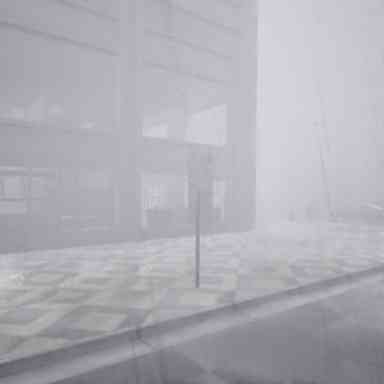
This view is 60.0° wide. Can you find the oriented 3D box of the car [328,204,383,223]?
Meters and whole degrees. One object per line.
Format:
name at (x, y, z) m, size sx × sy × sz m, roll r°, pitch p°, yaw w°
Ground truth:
car at (13.468, 1.663, 27.023) m, size 1.812 × 1.442 × 4.674 m, roll 1°, pitch -1°, yaw -36°
